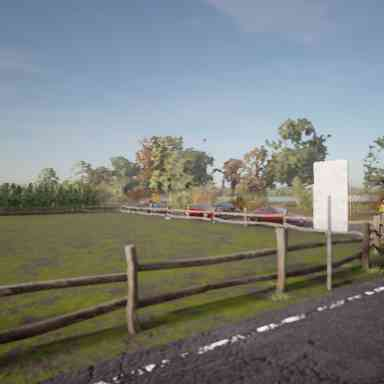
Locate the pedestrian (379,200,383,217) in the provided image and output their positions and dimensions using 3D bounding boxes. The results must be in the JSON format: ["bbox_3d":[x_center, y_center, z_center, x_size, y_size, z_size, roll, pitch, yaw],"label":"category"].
[{"bbox_3d":[14.247,1.503,24.675,0.375,1.860,0.375,-1,1,-35],"label":"pedestrian"}]

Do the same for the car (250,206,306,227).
[{"bbox_3d":[6.435,1.826,25.423,1.812,1.442,4.674,0,-1,-35],"label":"car"}]

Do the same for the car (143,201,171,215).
[{"bbox_3d":[-4.183,2.128,41.573,1.994,1.385,4.181,0,-1,-28],"label":"car"}]

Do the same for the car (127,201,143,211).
[{"bbox_3d":[-8.628,2.257,50.638,1.994,1.385,4.181,0,-1,-21],"label":"car"}]

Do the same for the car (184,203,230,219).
[{"bbox_3d":[1.149,1.907,33.103,1.882,1.535,5.008,0,-1,-34],"label":"car"}]

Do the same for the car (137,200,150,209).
[{"bbox_3d":[-9.061,2.342,62.245,1.812,1.442,4.674,0,0,-16],"label":"car"}]

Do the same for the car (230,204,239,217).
[{"bbox_3d":[2.934,1.933,35.554,1.837,1.490,4.892,0,-1,-35],"label":"car"}]
